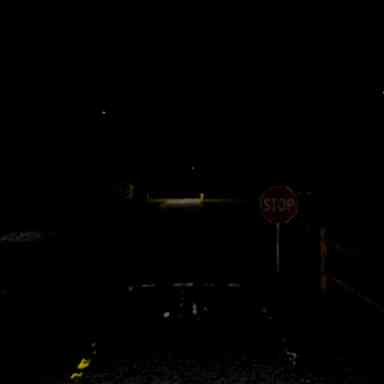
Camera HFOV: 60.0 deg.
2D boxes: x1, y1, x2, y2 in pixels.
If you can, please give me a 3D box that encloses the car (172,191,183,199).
[{"bbox_3d":[-3.002,0.630,70.411,2.097,1.767,4.553,0,0,0],"label":"car"}]
